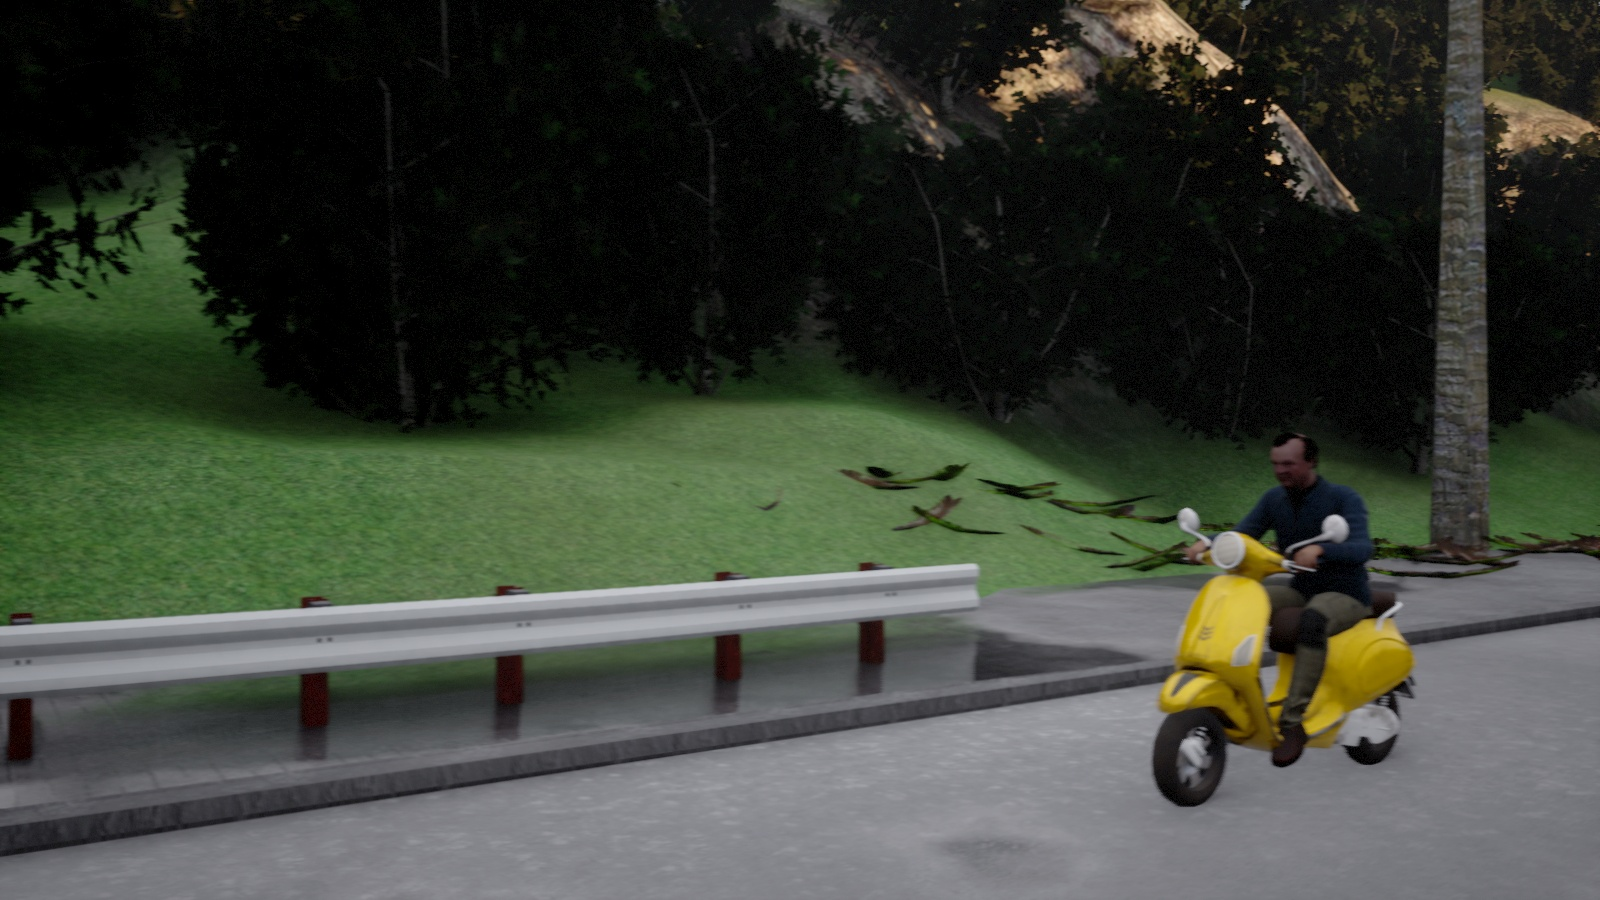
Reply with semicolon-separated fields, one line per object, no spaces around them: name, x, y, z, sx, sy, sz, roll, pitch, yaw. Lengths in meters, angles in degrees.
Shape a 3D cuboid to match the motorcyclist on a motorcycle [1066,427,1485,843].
motorcyclist on a motorcycle;2.165;0.707;5.658;1.817;1.590;0.866;0;0;-34
